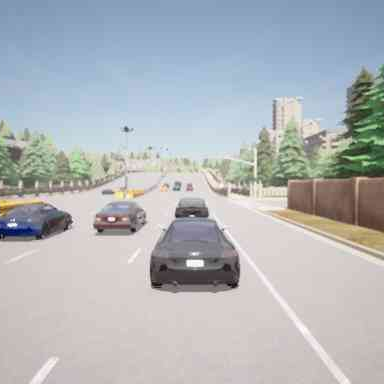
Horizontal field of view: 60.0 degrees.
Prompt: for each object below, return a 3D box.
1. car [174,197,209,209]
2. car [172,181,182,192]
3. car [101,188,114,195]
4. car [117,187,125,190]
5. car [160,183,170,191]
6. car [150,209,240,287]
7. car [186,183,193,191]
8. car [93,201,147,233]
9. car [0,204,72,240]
[{"bbox_3d":[-0.008,1.036,19.237,1.882,1.535,5.008,0,1,0],"label":"car"},{"bbox_3d":[-4.118,-1.138,89.346,2.097,1.767,4.553,0,5,-1],"label":"car"},{"bbox_3d":[-17.912,-0.066,70.610,1.994,1.385,4.181,0,1,0],"label":"car"},{"bbox_3d":[-18.082,-0.676,86.092,1.895,1.301,4.718,0,4,-1],"label":"car"},{"bbox_3d":[-7.618,-1.018,89.346,1.882,1.535,5.008,0,5,-1],"label":"car"},{"bbox_3d":[0.052,1.362,8.733,1.994,1.385,4.181,0,1,0],"label":"car"},{"bbox_3d":[-0.623,-0.980,89.833,1.994,1.385,4.181,0,6,-1],"label":"car"},{"bbox_3d":[-3.490,1.158,16.865,2.033,1.411,5.357,0,1,0],"label":"car"},{"bbox_3d":[-6.984,1.217,14.971,1.994,1.385,4.181,0,1,0],"label":"car"}]
